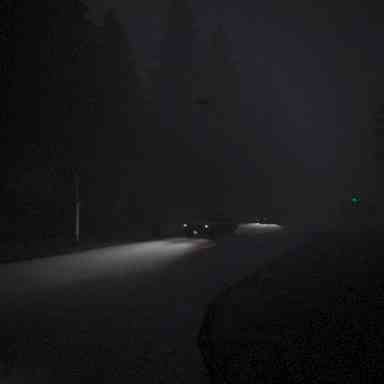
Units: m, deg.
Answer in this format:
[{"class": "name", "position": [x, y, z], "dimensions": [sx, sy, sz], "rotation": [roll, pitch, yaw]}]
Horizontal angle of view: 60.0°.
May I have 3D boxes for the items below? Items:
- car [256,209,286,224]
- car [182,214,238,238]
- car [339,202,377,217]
[{"class": "car", "position": [7.806, 2.369, 32.767], "dimensions": [1.994, 1.385, 4.181], "rotation": [-1, -2, 30]}, {"class": "car", "position": [1.280, 2.114, 21.436], "dimensions": [1.895, 1.301, 4.718], "rotation": [-1, -2, 30]}, {"class": "car", "position": [22.724, 2.384, 45.482], "dimensions": [5.566, 2.045, 2.150], "rotation": [1, -2, -24]}]
